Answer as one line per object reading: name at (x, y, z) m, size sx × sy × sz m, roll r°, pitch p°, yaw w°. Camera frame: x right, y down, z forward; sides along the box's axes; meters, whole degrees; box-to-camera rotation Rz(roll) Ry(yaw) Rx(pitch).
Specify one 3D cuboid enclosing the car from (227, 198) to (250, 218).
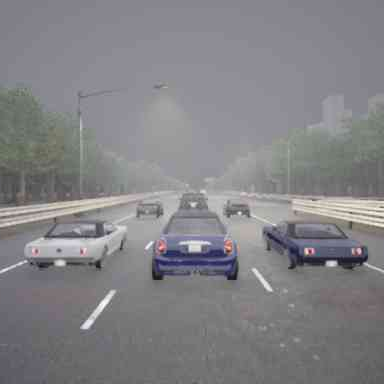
car at (3.612, 1.296, 27.480) m, size 1.837 × 1.490 × 4.892 m, roll 0°, pitch 1°, yaw 0°

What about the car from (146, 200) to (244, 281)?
car at (0.085, 1.295, 9.793) m, size 2.097 × 1.767 × 4.553 m, roll 0°, pitch 1°, yaw 1°

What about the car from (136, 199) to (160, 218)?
car at (-3.389, 1.283, 27.423) m, size 2.128 × 1.511 × 4.902 m, roll 0°, pitch 1°, yaw 0°

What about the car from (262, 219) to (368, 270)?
car at (3.591, 1.536, 10.742) m, size 1.895 × 1.301 × 4.718 m, roll 0°, pitch 0°, yaw 0°

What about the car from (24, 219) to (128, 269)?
car at (-3.404, 1.535, 10.828) m, size 1.895 × 1.301 × 4.718 m, roll 0°, pitch 0°, yaw 0°

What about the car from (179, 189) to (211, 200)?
car at (0.109, 1.022, 26.462) m, size 2.150 × 2.045 × 5.566 m, roll 0°, pitch 0°, yaw 0°
